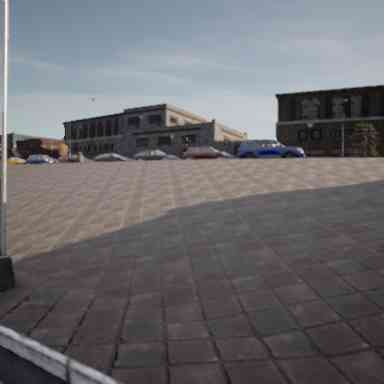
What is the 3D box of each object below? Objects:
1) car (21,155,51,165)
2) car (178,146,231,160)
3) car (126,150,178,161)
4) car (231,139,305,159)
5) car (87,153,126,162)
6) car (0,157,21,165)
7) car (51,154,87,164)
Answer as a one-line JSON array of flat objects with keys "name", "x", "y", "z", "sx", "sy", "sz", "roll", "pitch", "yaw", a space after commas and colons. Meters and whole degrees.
[{"name": "car", "x": -18.274, "y": -3.791, "z": 40.736, "sx": 4.553, "sy": 1.767, "sz": 2.185, "roll": 1, "pitch": 1, "yaw": 31}, {"name": "car", "x": 1.499, "y": -3.362, "z": 30.436, "sx": 4.553, "sy": 1.767, "sz": 2.185, "roll": 1, "pitch": 1, "yaw": 26}, {"name": "car", "x": -3.583, "y": -3.358, "z": 32.877, "sx": 4.892, "sy": 1.521, "sz": 2.231, "roll": 1, "pitch": 1, "yaw": 27}, {"name": "car", "x": 6.601, "y": -3.343, "z": 28.099, "sx": 5.566, "sy": 2.045, "sz": 2.435, "roll": 2, "pitch": 1, "yaw": 25}, {"name": "car", "x": -8.416, "y": -3.420, "z": 35.333, "sx": 4.674, "sy": 1.452, "sz": 2.002, "roll": 1, "pitch": 1, "yaw": 28}, {"name": "car", "x": -23.029, "y": -3.767, "z": 43.551, "sx": 5.008, "sy": 1.535, "sz": 2.097, "roll": 1, "pitch": 1, "yaw": 32}, {"name": "car", "x": -13.280, "y": -3.531, "z": 37.938, "sx": 4.792, "sy": 1.488, "sz": 2.163, "roll": 1, "pitch": 1, "yaw": 29}]
